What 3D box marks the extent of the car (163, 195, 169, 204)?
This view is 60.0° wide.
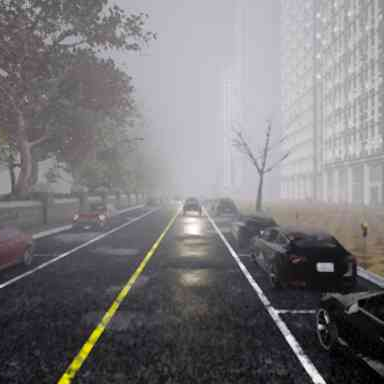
[{"bbox_3d":[-5.700,1.436,59.480,1.887,1.381,4.507,0,0,0],"label":"car"}]

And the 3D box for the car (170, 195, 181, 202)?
[{"bbox_3d":[-3.014,1.338,69.863,1.882,1.535,5.008,0,0,0],"label":"car"}]

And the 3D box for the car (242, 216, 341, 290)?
[{"bbox_3d":[2.689,1.545,8.791,1.947,1.339,4.313,0,0,0],"label":"car"}]

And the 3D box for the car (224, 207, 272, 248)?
[{"bbox_3d":[2.689,1.532,14.423,1.947,1.339,4.313,0,0,0],"label":"car"}]

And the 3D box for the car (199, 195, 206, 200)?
[{"bbox_3d":[2.675,1.451,87.642,1.802,1.307,4.206,0,0,0],"label":"car"}]

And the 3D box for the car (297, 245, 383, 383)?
[{"bbox_3d":[2.690,1.558,3.158,1.947,1.339,4.313,0,0,0],"label":"car"}]

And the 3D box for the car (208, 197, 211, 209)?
[{"bbox_3d":[3.142,1.447,38.470,1.812,1.442,4.674,0,0,0],"label":"car"}]

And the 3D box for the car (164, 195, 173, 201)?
[{"bbox_3d":[-5.705,1.396,81.839,1.752,1.417,4.829,0,0,0],"label":"car"}]

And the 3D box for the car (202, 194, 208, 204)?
[{"bbox_3d":[2.681,1.450,53.849,2.008,1.369,4.403,0,0,0],"label":"car"}]

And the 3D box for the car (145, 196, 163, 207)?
[{"bbox_3d":[-5.698,1.451,48.215,1.887,1.381,4.507,0,0,0],"label":"car"}]

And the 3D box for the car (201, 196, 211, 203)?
[{"bbox_3d":[2.679,1.467,65.114,1.802,1.307,4.206,0,0,0],"label":"car"}]

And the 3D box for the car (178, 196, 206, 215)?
[{"bbox_3d":[0.042,1.422,33.242,2.128,1.511,4.902,0,0,0],"label":"car"}]

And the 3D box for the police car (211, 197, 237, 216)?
[{"bbox_3d":[3.128,1.358,31.579,1.930,1.638,5.238,0,0,0],"label":"police car"}]

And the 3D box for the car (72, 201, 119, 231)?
[{"bbox_3d":[-5.692,1.394,20.054,1.967,1.590,4.097,0,0,0],"label":"car"}]

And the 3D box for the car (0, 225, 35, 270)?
[{"bbox_3d":[-5.691,1.561,8.789,1.802,1.307,4.206,0,0,0],"label":"car"}]
